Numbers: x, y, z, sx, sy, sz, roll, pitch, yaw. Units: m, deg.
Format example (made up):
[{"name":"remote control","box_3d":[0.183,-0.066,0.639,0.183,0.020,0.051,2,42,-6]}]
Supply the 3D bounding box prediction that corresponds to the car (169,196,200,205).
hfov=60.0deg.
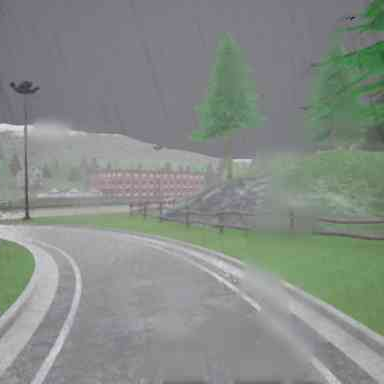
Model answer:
[{"name":"car","box_3d":[-1.399,1.506,63.680,4.553,1.767,2.097,-1,0,-43]}]

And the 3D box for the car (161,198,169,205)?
[{"name":"car","box_3d":[-3.874,1.683,66.133,5.008,1.535,1.882,-1,0,-43]}]
